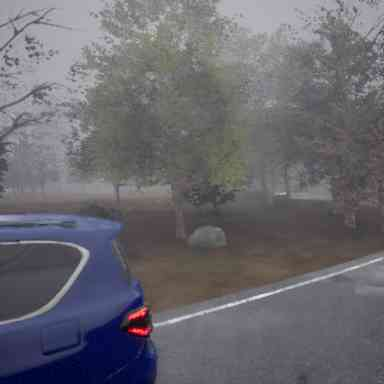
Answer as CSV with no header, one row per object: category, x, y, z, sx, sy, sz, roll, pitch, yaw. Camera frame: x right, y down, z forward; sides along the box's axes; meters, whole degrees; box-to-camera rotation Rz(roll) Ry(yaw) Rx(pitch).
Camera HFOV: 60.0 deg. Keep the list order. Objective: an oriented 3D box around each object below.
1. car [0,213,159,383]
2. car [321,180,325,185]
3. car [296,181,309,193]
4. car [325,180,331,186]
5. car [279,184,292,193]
car,-2.889,1.225,2.010,5.566,2.045,2.150,0,0,-36
car,30.877,-2.230,75.361,4.892,1.490,1.837,-4,3,-20
car,19.802,-0.965,59.800,2.150,2.045,5.566,-3,3,18
car,32.065,-2.166,72.343,4.892,1.490,1.837,-4,3,-20
car,18.106,-0.776,64.219,2.128,1.511,4.902,-3,3,25
